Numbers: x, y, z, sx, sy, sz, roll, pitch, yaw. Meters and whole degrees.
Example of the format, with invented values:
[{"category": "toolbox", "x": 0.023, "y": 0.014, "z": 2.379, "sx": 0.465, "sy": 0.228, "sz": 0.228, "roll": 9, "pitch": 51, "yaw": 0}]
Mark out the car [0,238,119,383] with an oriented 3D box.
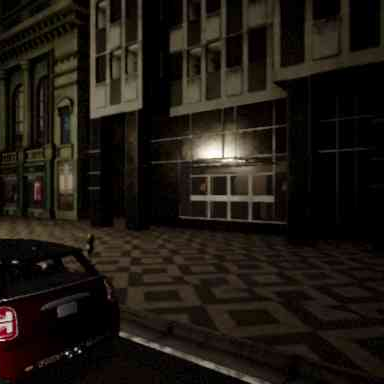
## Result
[{"category": "car", "x": -3.088, "y": 1.447, "z": 5.155, "sx": 4.097, "sy": 1.590, "sz": 1.967, "roll": 0, "pitch": 0, "yaw": 35}]
